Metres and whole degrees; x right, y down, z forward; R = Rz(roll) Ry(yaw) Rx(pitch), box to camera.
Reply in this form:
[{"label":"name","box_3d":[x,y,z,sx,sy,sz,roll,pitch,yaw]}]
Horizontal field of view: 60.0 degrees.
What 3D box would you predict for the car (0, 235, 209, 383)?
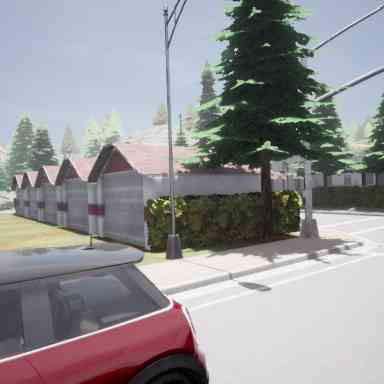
[{"label":"car","box_3d":[-2.127,1.357,2.481,4.553,1.767,2.097,-2,1,-36]}]
